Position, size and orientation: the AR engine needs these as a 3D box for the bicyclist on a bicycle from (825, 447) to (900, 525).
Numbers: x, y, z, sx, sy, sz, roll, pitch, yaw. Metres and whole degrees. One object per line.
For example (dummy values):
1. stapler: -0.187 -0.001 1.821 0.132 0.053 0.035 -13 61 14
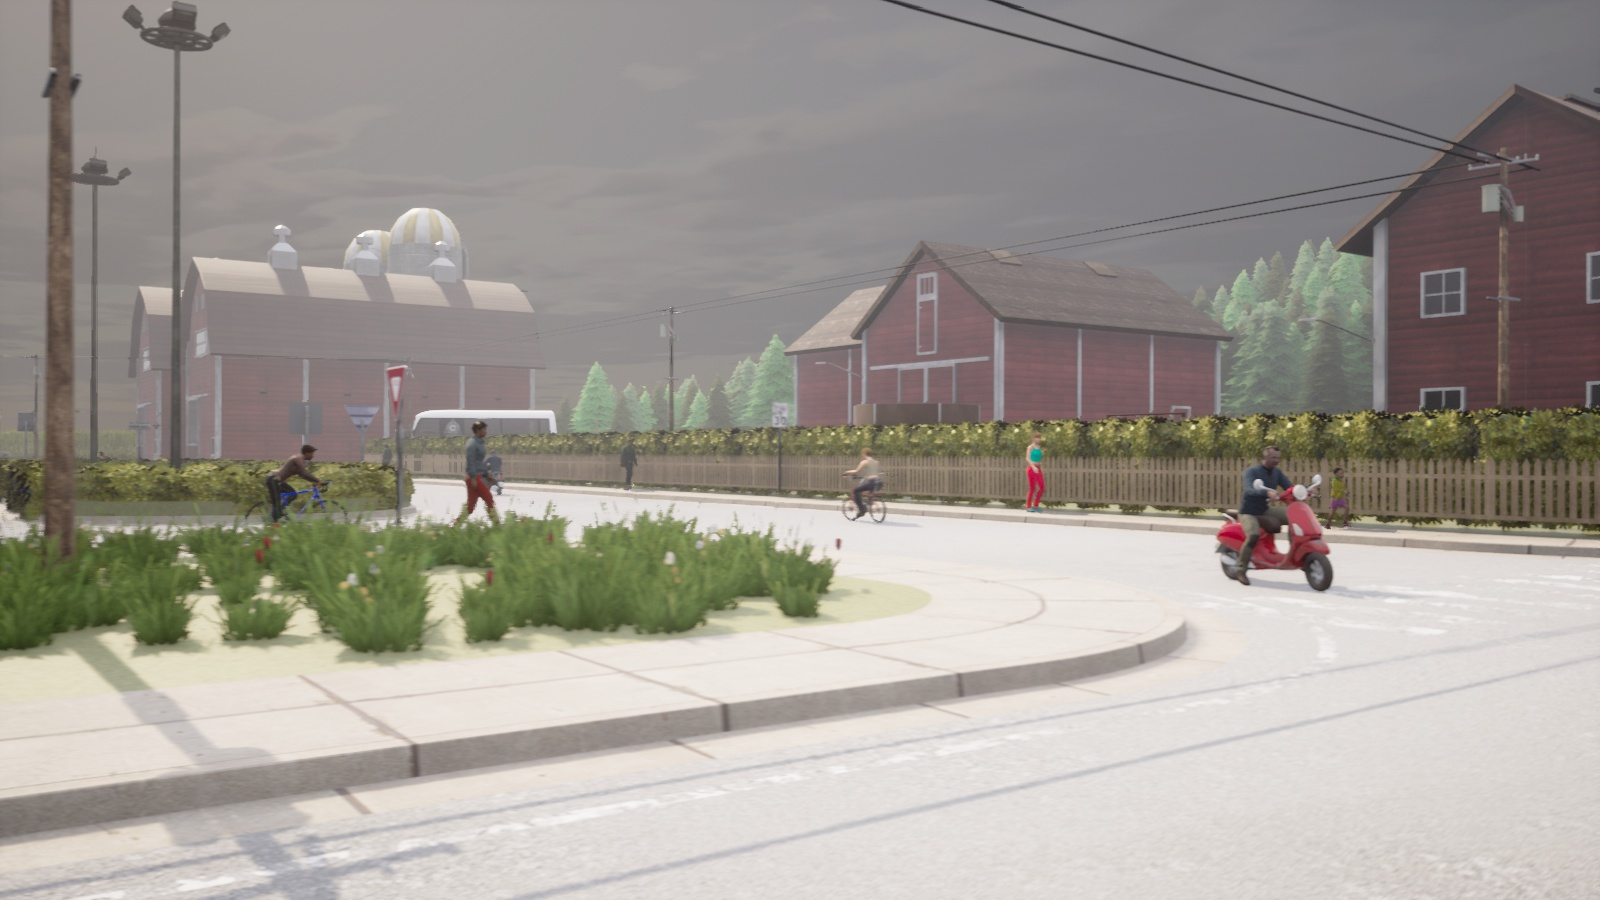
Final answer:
1. bicyclist on a bicycle: 1.332 0.745 26.947 0.866 1.612 1.509 0 0 -35

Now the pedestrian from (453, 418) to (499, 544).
1. pedestrian: -4.792 0.456 18.568 0.614 1.847 0.353 0 0 -7

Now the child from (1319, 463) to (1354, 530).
1. child: 9.472 0.816 22.184 0.299 1.160 0.473 0 0 -31

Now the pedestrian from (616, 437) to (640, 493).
1. pedestrian: -6.039 0.522 44.040 0.788 1.949 0.423 0 0 43

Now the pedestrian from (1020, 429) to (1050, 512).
1. pedestrian: 5.291 0.459 28.312 0.345 1.836 0.594 0 0 -37

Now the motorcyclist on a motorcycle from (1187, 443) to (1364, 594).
1. motorcyclist on a motorcycle: 5.342 0.722 14.243 0.866 1.590 1.817 0 0 -23

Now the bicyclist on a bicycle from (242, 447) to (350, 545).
1. bicyclist on a bicycle: -8.564 0.768 21.355 1.656 1.620 0.582 0 0 -26

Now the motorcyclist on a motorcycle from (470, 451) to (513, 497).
1. motorcyclist on a motorcycle: -10.898 0.831 44.323 0.866 1.590 1.817 0 0 -35

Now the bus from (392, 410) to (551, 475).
1. bus: -22.299 -0.502 85.809 10.273 4.253 3.944 0 0 -13
